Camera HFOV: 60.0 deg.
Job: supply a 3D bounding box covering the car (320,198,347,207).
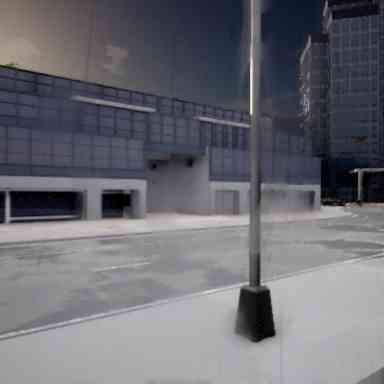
[{"bbox_3d":[23.786,1.738,56.069,1.837,1.490,4.892,1,0,-18],"label":"car"}]
